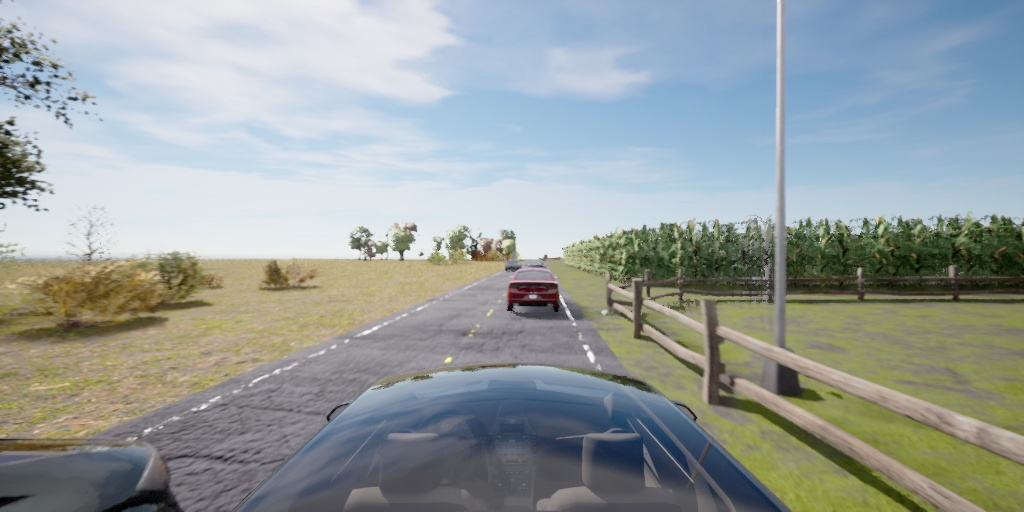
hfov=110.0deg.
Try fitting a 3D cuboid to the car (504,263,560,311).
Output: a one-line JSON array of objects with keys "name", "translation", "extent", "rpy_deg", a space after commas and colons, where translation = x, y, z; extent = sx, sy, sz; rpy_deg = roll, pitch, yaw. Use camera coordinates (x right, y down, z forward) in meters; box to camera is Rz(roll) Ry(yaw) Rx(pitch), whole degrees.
[{"name": "car", "translation": [0.875, 1.225, 14.613], "extent": [1.882, 1.535, 5.008], "rpy_deg": [0, 0, 4]}]

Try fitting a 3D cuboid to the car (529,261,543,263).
[{"name": "car", "translation": [2.269, 1.221, 34.069], "extent": [2.128, 1.511, 4.902], "rpy_deg": [0, 0, 4]}]

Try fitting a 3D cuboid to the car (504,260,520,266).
[{"name": "car", "translation": [0.130, 1.216, 45.038], "extent": [1.837, 1.490, 4.892], "rpy_deg": [0, 0, 4]}]

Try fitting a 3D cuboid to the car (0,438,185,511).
[{"name": "car", "translation": [-2.729, 1.299, 0.174], "extent": [1.994, 1.385, 4.181], "rpy_deg": [0, 0, 0]}]
